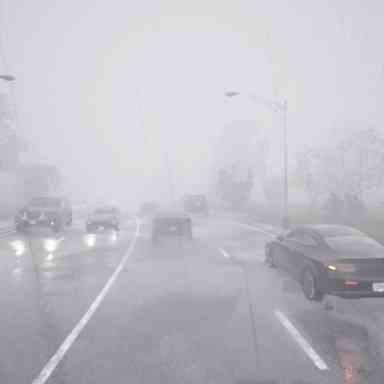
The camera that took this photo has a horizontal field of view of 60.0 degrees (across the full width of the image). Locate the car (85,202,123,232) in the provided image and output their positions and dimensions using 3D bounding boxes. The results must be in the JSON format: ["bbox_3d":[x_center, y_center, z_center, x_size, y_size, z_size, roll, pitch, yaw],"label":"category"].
[{"bbox_3d":[-5.261,1.564,20.553,2.033,1.411,5.357,0,0,-8],"label":"car"}]

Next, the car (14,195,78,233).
[{"bbox_3d":[-8.744,1.243,20.167,2.150,2.045,5.566,0,0,-9],"label":"car"}]

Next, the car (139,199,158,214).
[{"bbox_3d":[-4.496,1.498,35.397,1.882,1.535,5.008,0,0,-14],"label":"car"}]

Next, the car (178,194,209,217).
[{"bbox_3d":[-0.008,1.235,31.683,2.150,2.045,5.566,0,0,-12],"label":"car"}]

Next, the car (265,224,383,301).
[{"bbox_3d":[3.222,1.521,8.205,1.812,1.442,4.674,0,0,-3],"label":"car"}]

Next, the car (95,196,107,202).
[{"bbox_3d":[-16.456,1.533,60.154,2.128,1.511,4.902,0,0,-21],"label":"car"}]

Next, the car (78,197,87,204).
[{"bbox_3d":[-19.927,1.602,59.422,1.994,1.385,4.181,0,0,-21],"label":"car"}]

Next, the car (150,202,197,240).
[{"bbox_3d":[-1.131,1.486,17.331,1.882,1.535,5.008,0,0,-7],"label":"car"}]
